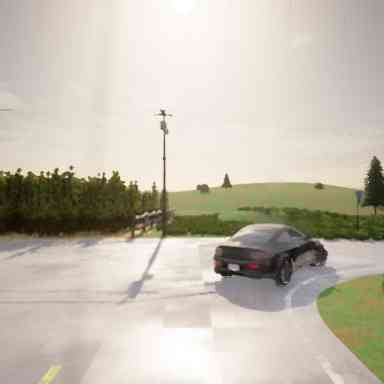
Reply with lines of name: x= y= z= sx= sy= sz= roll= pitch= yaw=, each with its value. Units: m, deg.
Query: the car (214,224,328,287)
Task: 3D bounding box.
car: x=2.418 y=1.671 z=9.892 sx=1.812 sy=1.442 sz=4.674 roll=-1 pitch=-1 yaw=37
